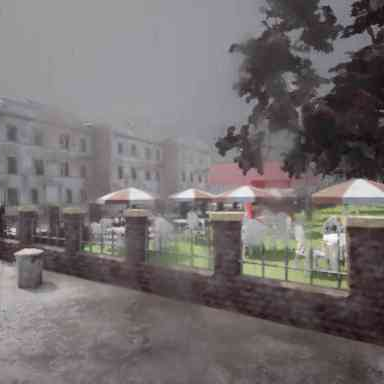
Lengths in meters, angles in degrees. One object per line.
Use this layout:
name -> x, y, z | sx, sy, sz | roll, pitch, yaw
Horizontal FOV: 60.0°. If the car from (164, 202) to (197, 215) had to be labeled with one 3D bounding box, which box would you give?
car -> -1.510, 1.761, 36.805 | 2.033, 1.411, 5.357 | -1, 0, 36
